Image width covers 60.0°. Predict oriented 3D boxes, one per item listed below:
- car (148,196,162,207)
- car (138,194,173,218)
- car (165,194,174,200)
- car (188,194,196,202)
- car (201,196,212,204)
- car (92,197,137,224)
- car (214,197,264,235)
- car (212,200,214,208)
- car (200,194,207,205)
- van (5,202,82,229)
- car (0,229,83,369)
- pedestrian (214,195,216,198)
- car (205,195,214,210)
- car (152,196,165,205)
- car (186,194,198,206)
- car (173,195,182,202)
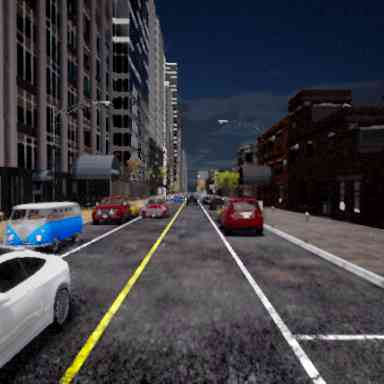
[{"bbox_3d":[-5.704,1.446,51.798,1.752,1.417,4.829,-1,0,0],"label":"car"},{"bbox_3d":[-3.096,1.307,29.031,2.097,1.767,4.553,0,0,0],"label":"car"},{"bbox_3d":[-5.706,1.309,85.177,1.967,1.590,4.097,-1,0,0],"label":"car"},{"bbox_3d":[-0.001,1.259,71.757,1.812,1.442,4.674,0,0,0],"label":"car"},{"bbox_3d":[2.677,1.485,63.025,1.802,1.307,4.206,-1,0,0],"label":"car"},{"bbox_3d":[-5.706,1.278,24.293,2.192,1.841,5.009,-1,0,0],"label":"car"},{"bbox_3d":[2.674,1.287,18.749,2.192,1.841,5.009,-1,0,0],"label":"car"},{"bbox_3d":[2.678,1.488,24.454,1.752,1.417,4.829,-1,0,0],"label":"car"},{"bbox_3d":[2.677,1.478,57.491,1.947,1.339,4.313,-1,0,0],"label":"car"},{"bbox_3d":[-5.705,1.321,13.224,1.690,1.788,3.998,-1,0,0],"label":"van"},{"bbox_3d":[-3.043,1.520,4.224,1.812,1.442,4.674,0,0,0],"label":"car"},{"bbox_3d":[2.998,1.226,44.039,0.375,1.860,0.375,-1,1,-2],"label":"pedestrian"},{"bbox_3d":[2.998,1.443,41.107,1.837,1.490,4.892,0,0,0],"label":"car"},{"bbox_3d":[-5.704,1.437,57.332,1.752,1.417,4.829,-1,0,0],"label":"car"},{"bbox_3d":[-0.002,1.422,53.842,1.837,1.490,4.892,0,0,0],"label":"car"},{"bbox_3d":[-3.002,1.351,70.142,1.882,1.535,5.008,0,0,0],"label":"car"}]
